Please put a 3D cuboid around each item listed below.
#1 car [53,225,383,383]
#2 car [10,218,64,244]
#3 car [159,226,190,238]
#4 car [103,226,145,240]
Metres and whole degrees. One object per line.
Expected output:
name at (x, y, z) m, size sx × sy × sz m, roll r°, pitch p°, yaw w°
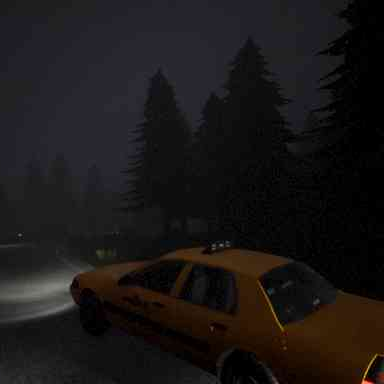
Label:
car at (0.158, 1.442, 4.722) m, size 5.366 × 1.575 × 1.801 m, roll 0°, pitch 1°, yaw 43°
car at (-12.750, 3.235, 28.051) m, size 2.150 × 2.045 × 5.566 m, roll -4°, pitch -7°, yaw 7°
car at (-2.309, 5.561, 46.246) m, size 1.882 × 1.535 × 5.008 m, roll -5°, pitch -8°, yaw 30°
car at (-7.425, 4.527, 36.937) m, size 2.033 × 1.411 × 5.357 m, roll -4°, pitch -8°, yaw 20°
